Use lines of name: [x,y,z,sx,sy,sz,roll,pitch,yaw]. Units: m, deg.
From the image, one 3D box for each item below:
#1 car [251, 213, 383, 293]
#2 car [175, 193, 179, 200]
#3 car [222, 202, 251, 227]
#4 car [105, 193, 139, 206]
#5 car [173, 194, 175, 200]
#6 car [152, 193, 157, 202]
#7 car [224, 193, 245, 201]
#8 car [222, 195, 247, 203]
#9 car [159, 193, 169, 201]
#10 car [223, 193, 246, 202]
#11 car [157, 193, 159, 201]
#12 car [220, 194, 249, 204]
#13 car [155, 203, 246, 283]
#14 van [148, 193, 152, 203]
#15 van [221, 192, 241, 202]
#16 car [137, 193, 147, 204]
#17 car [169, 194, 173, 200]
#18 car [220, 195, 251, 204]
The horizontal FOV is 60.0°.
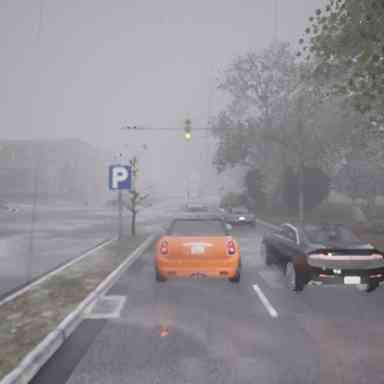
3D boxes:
car: [3.149,1.520,8.923,2.128,1.511,4.902,0,0,0]
car: [-6.714,1.443,89.592,5.008,1.535,2.097,-1,0,-11]
car: [2.998,1.624,22.701,1.994,1.385,4.181,0,0,-3]
car: [-11.505,1.431,53.707,4.792,1.488,2.163,-1,0,-15]
car: [-7.672,1.436,83.630,5.008,1.535,2.097,-1,0,-12]
car: [-10.086,1.413,65.664,4.892,1.521,2.231,-1,0,-14]
car: [10.270,1.239,79.863,4.553,1.767,2.185,1,0,-11]
car: [8.642,1.397,68.125,4.674,1.452,2.002,1,0,-13]
car: [-8.538,1.468,77.644,4.674,1.452,2.002,-1,0,-12]
car: [9.376,1.235,73.993,4.553,1.767,2.185,1,0,-12]
car: [-9.716,1.456,68.659,4.674,1.452,2.002,-1,0,-13]
car: [7.600,1.224,59.291,4.553,1.767,2.185,1,0,-14]
car: [0.157,1.384,9.896,2.097,1.767,4.553,0,0,0]
van: [-10.311,1.180,62.693,4.442,1.987,1.878,-1,0,-14]
van: [7.220,1.121,56.321,4.442,1.987,1.878,1,0,-14]
car: [-10.863,1.393,56.700,5.366,1.575,1.946,-1,0,-15]
car: [-8.091,1.180,80.651,5.566,2.045,2.435,-1,0,-12]
car: [8.133,1.351,62.285,5.366,1.575,1.946,1,0,-13]
